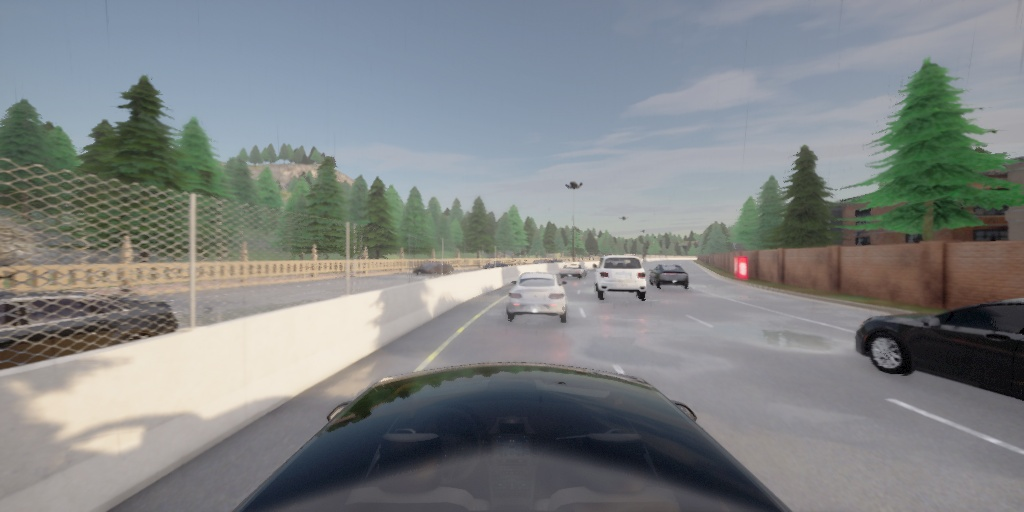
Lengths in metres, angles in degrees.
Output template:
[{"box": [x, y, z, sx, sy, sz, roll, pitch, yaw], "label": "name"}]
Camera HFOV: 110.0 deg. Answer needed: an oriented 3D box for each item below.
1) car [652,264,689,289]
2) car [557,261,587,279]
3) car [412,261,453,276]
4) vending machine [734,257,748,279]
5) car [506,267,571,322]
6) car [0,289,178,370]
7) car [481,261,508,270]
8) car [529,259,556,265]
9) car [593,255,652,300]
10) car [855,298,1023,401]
[{"box": [10.152, 1.284, 23.389, 2.128, 1.511, 4.902, 0, 0, 15], "label": "car"}, {"box": [5.685, 1.374, 32.696, 1.895, 1.301, 4.718, 0, 0, 19], "label": "car"}, {"box": [-7.938, 1.262, 36.670, 2.033, 1.411, 5.357, 0, 0, 19], "label": "car"}, {"box": [19.912, 1.030, 31.143, 1.100, 2.100, 0.880, 0, 0, 22], "label": "vending machine"}, {"box": [0.914, 1.279, 12.322, 1.812, 1.442, 4.674, 0, 0, 7], "label": "car"}, {"box": [-6.904, 1.212, 4.277, 2.128, 1.511, 4.902, 0, 0, 3], "label": "car"}, {"box": [-1.982, 1.304, 42.356, 1.994, 1.385, 4.181, 0, 0, 23], "label": "car"}, {"box": [3.690, 1.241, 46.576, 1.882, 1.535, 5.008, 0, 0, 25], "label": "car"}, {"box": [5.371, 0.994, 18.268, 2.150, 2.045, 5.566, 0, 0, 11], "label": "car"}, {"box": [7.266, 1.286, 4.648, 1.837, 1.490, 4.892, 0, 0, 2], "label": "car"}]
